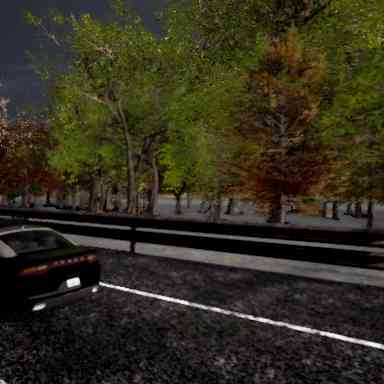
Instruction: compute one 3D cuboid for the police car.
[{"bbox_3d":[-4.261,1.378,7.283,5.238,1.638,1.930,0,0,33],"label":"police car"}]
